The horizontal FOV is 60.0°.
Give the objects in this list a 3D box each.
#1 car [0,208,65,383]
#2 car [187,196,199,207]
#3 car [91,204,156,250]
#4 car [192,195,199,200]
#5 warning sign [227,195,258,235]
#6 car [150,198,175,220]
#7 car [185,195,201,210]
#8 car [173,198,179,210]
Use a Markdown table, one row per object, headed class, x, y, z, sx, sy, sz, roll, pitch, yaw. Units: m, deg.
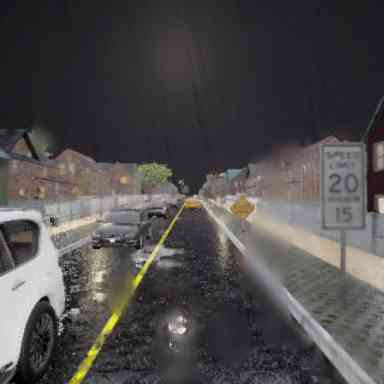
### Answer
| class | x | y | z | sx | sy | sz | roll | pitch | yaw |
| --- | --- | --- | --- | --- | --- | --- | --- | --- | --- |
| car | -2.850 | 1.220 | 2.475 | 2.150 | 2.045 | 5.566 | 0 | 0 | 0 |
| car | 0.086 | 1.486 | 53.100 | 1.837 | 1.490 | 4.892 | 0 | 0 | 0 |
| car | -2.852 | 1.491 | 14.315 | 1.837 | 1.490 | 4.892 | 0 | 0 | 0 |
| car | 0.946 | 1.567 | 94.401 | 1.812 | 1.442 | 4.674 | 0 | 0 | 0 |
| warning sign | 2.487 | 1.094 | 16.402 | 1.300 | 1.860 | 1.060 | -2 | -2 | 0 |
| car | -2.848 | 1.525 | 28.209 | 2.033 | 1.411 | 5.357 | 0 | 0 | 0 |
| car | 0.093 | 1.453 | 41.990 | 1.882 | 1.535 | 5.008 | 0 | 0 | 0 |
| car | -2.758 | 1.484 | 43.746 | 1.882 | 1.535 | 5.008 | 0 | 0 | 0 |
